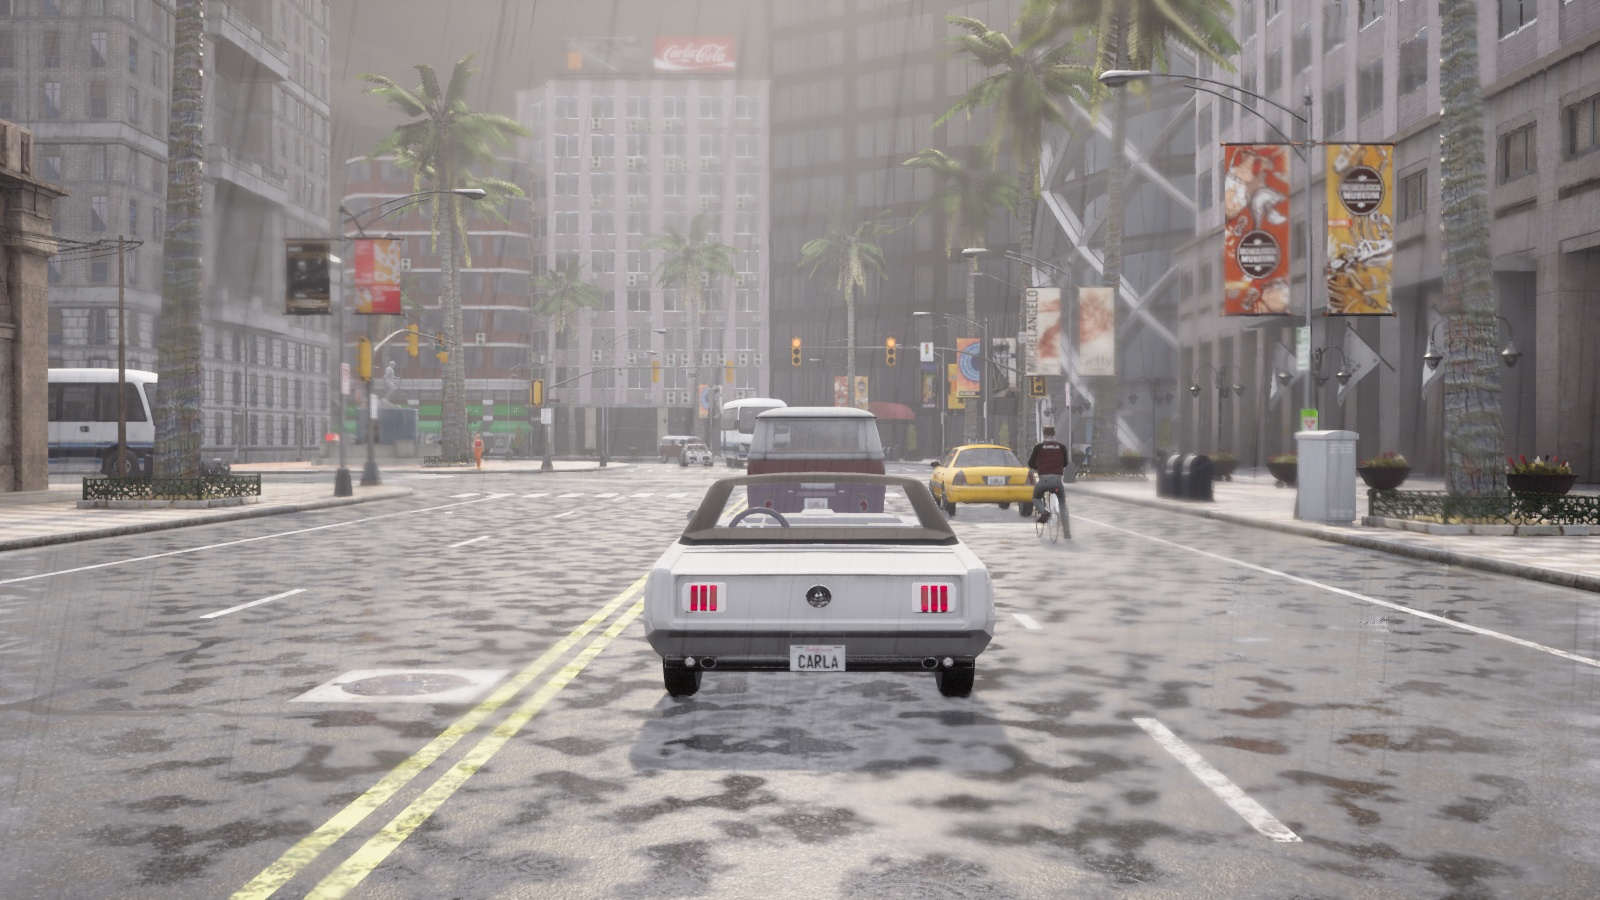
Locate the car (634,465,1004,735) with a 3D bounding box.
[{"bbox_3d":[0.125,0.797,8.803,1.895,1.301,4.718,0,0,1],"label":"car"}]

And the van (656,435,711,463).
[{"bbox_3d":[-8.808,-0.072,94.680,2.069,2.038,4.480,0,0,-37],"label":"van"}]

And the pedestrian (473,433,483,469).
[{"bbox_3d":[-16.412,0.029,64.043,0.345,1.836,0.594,0,0,0],"label":"pedestrian"}]

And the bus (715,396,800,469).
[{"bbox_3d":[-2.823,-1.077,78.845,3.944,4.253,10.273,0,1,-10],"label":"bus"}]

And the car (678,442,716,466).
[{"bbox_3d":[-6.566,0.256,79.766,1.970,1.475,3.806,0,0,-10],"label":"car"}]

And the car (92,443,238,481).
[{"bbox_3d":[-25.251,0.449,49.998,4.892,1.490,1.837,0,0,1],"label":"car"}]

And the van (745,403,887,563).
[{"bbox_3d":[0.224,0.399,17.841,1.775,1.987,4.442,0,0,1],"label":"van"}]

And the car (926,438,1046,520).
[{"bbox_3d":[3.818,0.538,26.653,1.801,1.575,5.366,0,0,1],"label":"car"}]

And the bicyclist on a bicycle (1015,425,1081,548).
[{"bbox_3d":[3.738,0.512,19.057,0.659,1.776,1.843,0,1,1],"label":"bicyclist on a bicycle"}]

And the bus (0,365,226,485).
[{"bbox_3d":[-27.301,-0.914,46.485,10.273,4.253,3.944,0,0,0],"label":"bus"}]
